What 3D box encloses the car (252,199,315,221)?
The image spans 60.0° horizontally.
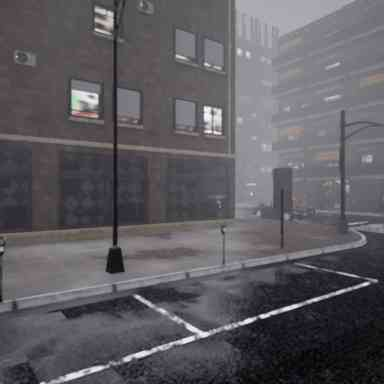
[{"bbox_3d":[6.355,1.329,24.234,2.008,1.369,4.403,1,0,-36],"label":"car"}]

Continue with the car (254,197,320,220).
[{"bbox_3d":[7.550,1.236,26.980,1.882,1.535,5.008,0,1,-36],"label":"car"}]

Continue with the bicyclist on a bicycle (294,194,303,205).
[{"bbox_3d":[11.622,0.991,36.246,1.656,1.620,0.582,0,1,-36],"label":"bicyclist on a bicycle"}]
